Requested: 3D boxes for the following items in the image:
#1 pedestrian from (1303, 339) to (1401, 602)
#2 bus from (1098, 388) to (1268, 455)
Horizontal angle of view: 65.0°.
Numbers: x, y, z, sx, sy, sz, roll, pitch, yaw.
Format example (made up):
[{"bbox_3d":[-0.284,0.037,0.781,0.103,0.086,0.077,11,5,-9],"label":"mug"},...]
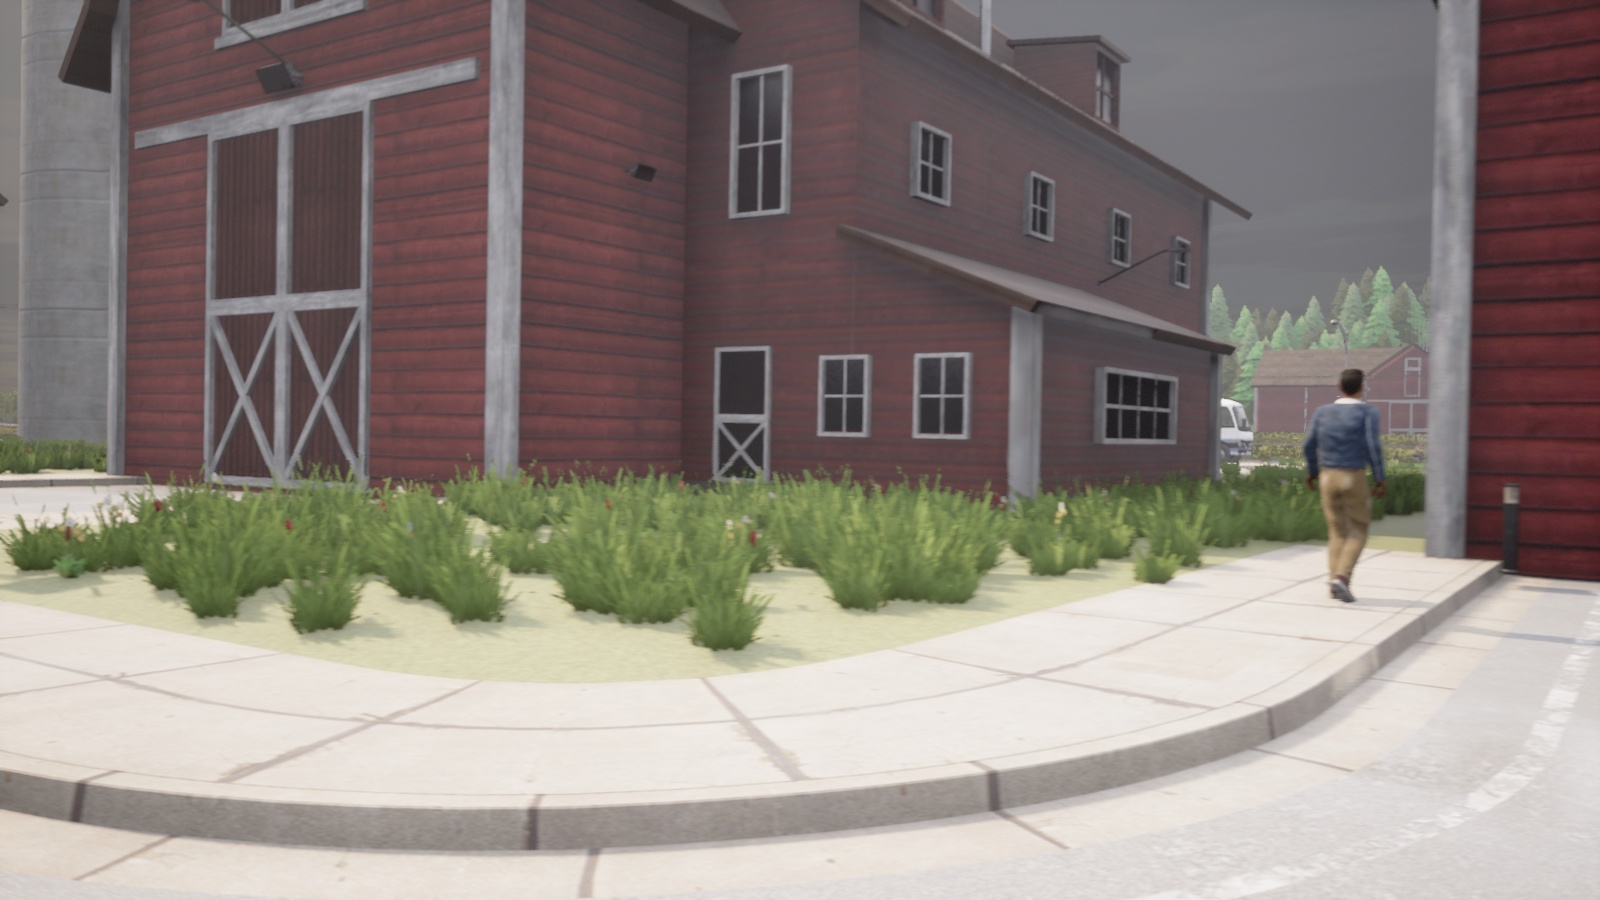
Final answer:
[{"bbox_3d":[4.280,0.146,9.726,0.788,1.949,0.423,-1,1,-45],"label":"pedestrian"},{"bbox_3d":[25.774,-1.832,84.784,10.273,4.253,3.944,0,1,34],"label":"bus"}]
